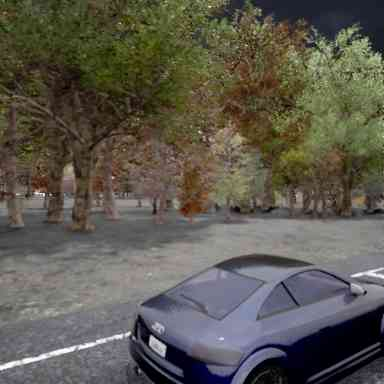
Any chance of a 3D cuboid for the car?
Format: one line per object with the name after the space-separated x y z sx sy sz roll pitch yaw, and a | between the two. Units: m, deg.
1.264 1.603 4.657 4.181 1.385 1.994 1 0 -36 | car
